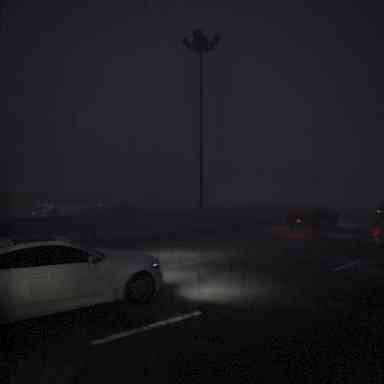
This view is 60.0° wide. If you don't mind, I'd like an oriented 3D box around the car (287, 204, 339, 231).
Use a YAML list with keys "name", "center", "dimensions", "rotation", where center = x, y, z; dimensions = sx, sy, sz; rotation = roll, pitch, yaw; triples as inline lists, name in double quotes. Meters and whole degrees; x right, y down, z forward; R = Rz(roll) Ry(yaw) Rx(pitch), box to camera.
- name: "car"
  center: [7.821, 1.529, 21.272]
  dimensions: [1.882, 1.535, 5.008]
  rotation: [0, 0, 40]

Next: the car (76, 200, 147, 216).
- name: "car"
  center: [-6.105, 1.616, 26.798]
  dimensions: [2.033, 1.411, 5.357]
  rotation: [0, 0, 44]

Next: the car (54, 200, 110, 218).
- name: "car"
  center: [-10.559, 1.588, 32.323]
  dimensions: [1.837, 1.490, 4.892]
  rotation: [0, 0, 42]

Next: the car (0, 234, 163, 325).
- name: "car"
  center: [-2.772, 1.543, 6.329]
  dimensions: [4.674, 1.442, 1.812]
  rotation: [0, 0, -38]

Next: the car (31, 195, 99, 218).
- name: "car"
  center: [-10.258, 1.294, 27.625]
  dimensions: [5.566, 2.045, 2.150]
  rotation: [0, 0, -44]

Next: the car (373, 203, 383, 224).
- name: "car"
  center: [14.624, 1.548, 24.409]
  dimensions: [2.128, 1.511, 4.902]
  rotation: [0, 0, 37]

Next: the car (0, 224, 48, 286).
- name: "car"
  center: [-6.225, 1.623, 8.093]
  dimensions: [4.718, 1.301, 1.895]
  rotation: [0, 0, -35]
